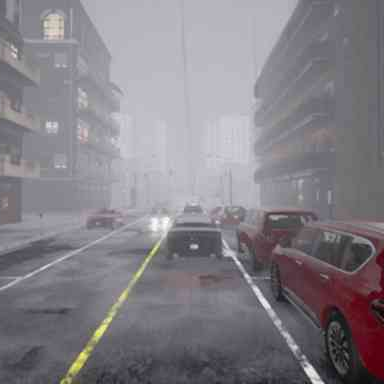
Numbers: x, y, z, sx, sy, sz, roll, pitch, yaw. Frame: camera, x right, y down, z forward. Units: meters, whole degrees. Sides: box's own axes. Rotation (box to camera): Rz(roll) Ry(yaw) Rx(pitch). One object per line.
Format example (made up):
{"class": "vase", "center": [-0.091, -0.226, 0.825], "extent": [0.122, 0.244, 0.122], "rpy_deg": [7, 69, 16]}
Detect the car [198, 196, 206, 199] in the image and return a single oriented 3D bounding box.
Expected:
{"class": "car", "center": [2.686, 1.917, 88.421], "extent": [2.192, 1.841, 5.009], "rpy_deg": [0, 0, 0]}

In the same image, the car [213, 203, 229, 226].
{"class": "car", "center": [2.691, 1.571, 22.339], "extent": [1.967, 1.590, 4.097], "rpy_deg": [0, 0, 0]}

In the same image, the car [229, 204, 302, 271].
{"class": "car", "center": [2.692, 1.378, 11.012], "extent": [2.192, 1.841, 5.009], "rpy_deg": [0, 0, 0]}

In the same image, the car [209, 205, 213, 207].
{"class": "car", "center": [2.690, 1.787, 33.668], "extent": [1.802, 1.307, 4.206], "rpy_deg": [0, 0, 0]}

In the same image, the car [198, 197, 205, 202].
{"class": "car", "center": [2.685, 2.212, 93.945], "extent": [1.947, 1.339, 4.313], "rpy_deg": [0, 0, 0]}

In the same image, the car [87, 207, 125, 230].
{"class": "car", "center": [-5.689, 1.676, 22.338], "extent": [1.887, 1.381, 4.507], "rpy_deg": [0, 0, 0]}

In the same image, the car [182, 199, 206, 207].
{"class": "car", "center": [0.090, 1.686, 32.218], "extent": [2.128, 1.511, 4.902], "rpy_deg": [0, 0, 0]}

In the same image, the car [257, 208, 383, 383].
{"class": "car", "center": [2.693, 1.346, 5.346], "extent": [2.192, 1.841, 5.009], "rpy_deg": [0, 0, 0]}

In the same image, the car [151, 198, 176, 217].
{"class": "car", "center": [-3.096, 1.700, 34.208], "extent": [2.128, 1.511, 4.902], "rpy_deg": [0, 0, 0]}

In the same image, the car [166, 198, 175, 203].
{"class": "car", "center": [-5.695, 2.168, 88.418], "extent": [1.947, 1.339, 4.313], "rpy_deg": [0, 0, 0]}

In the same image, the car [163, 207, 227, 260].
{"class": "car", "center": [0.079, 1.551, 12.780], "extent": [1.882, 1.535, 5.008], "rpy_deg": [0, 0, 0]}
